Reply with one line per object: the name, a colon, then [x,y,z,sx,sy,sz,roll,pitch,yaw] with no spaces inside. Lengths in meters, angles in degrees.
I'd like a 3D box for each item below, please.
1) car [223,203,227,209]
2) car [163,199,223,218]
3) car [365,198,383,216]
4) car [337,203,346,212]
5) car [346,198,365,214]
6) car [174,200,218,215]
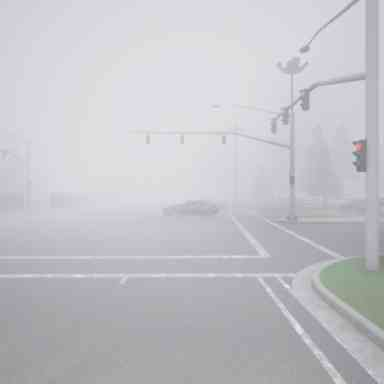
car: [1.979,1.529,39.594,2.033,1.411,5.357,0,0,-33]
car: [-0.064,1.478,29.060,4.902,1.511,2.128,0,0,-1]
car: [18.254,1.512,29.262,4.674,1.442,1.812,0,0,-1]
car: [18.428,1.488,36.264,4.892,1.490,1.837,0,0,-1]
car: [18.177,1.336,32.757,4.553,1.767,2.097,0,0,-1]
car: [0.444,1.548,33.672,4.181,1.385,1.994,0,0,7]
